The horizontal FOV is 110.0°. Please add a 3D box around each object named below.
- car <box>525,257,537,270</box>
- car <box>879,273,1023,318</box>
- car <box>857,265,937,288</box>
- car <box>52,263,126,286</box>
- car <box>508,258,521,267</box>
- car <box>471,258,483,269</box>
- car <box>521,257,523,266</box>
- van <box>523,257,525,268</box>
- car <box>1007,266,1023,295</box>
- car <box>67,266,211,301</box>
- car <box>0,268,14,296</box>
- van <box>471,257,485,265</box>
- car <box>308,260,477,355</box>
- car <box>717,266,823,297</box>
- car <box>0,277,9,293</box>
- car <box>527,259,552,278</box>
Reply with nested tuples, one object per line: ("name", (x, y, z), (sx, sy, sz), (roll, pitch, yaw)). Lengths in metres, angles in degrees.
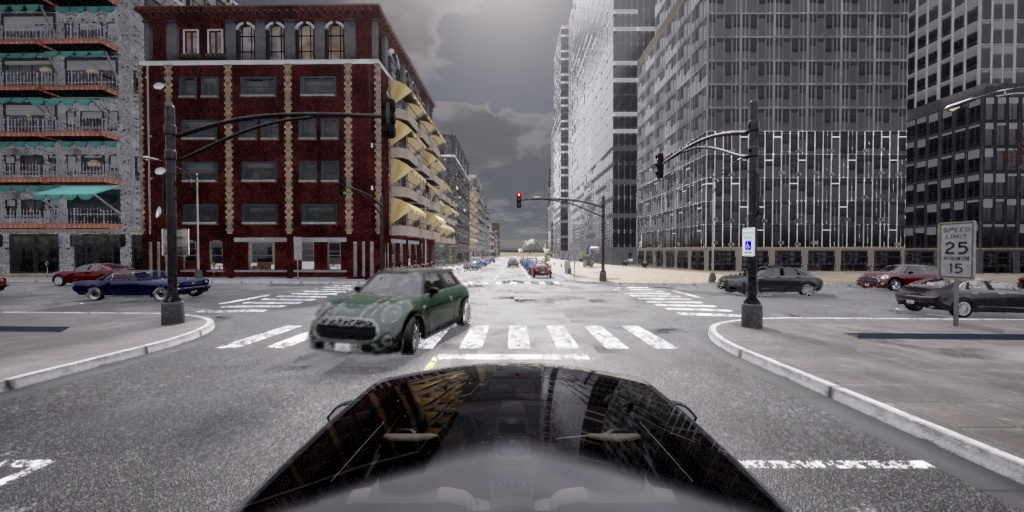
("car", (2.739, 1.157, 39.060), (1.967, 1.591, 4.097), (0, 0, 0))
("car", (16.740, 1.445, 13.076), (4.403, 1.370, 2.007), (0, 0, 1))
("car", (23.418, 1.229, 21.609), (4.097, 1.591, 1.967), (0, 0, 1))
("car", (-25.811, 1.109, 22.368), (4.507, 1.381, 1.888), (0, 0, 1))
("car", (0.238, 1.279, 64.056), (1.895, 1.301, 4.718), (0, 0, 0))
("car", (-5.584, 1.267, 50.337), (1.948, 1.339, 4.313), (0, 0, 0))
("car", (2.777, 1.238, 55.998), (1.888, 1.381, 4.507), (0, 0, 0))
("van", (2.765, 1.042, 50.352), (1.690, 1.789, 3.998), (0, 0, 0))
("car", (29.806, 1.340, 18.771), (5.008, 1.535, 1.882), (1, 1, 1))
("car", (-16.643, 1.299, 16.315), (4.718, 1.301, 1.895), (0, 1, 1))
("car", (-26.522, 1.254, 16.475), (4.718, 1.301, 1.895), (0, 1, 1))
("van", (-5.572, 1.033, 55.983), (1.690, 1.789, 3.998), (0, 0, 0))
("car", (-2.649, 1.099, 8.840), (2.097, 1.767, 4.553), (0, 0, 13))
("car", (13.581, 1.291, 19.035), (4.892, 1.490, 1.837), (0, 1, 1))
("car", (-22.597, 1.259, 13.704), (4.507, 1.381, 1.888), (0, 0, 1))
("car", (2.727, 1.270, 33.414), (1.888, 1.381, 4.507), (0, 0, 0))
